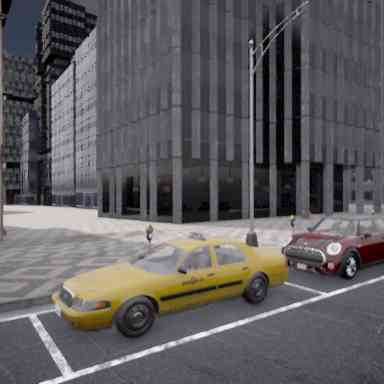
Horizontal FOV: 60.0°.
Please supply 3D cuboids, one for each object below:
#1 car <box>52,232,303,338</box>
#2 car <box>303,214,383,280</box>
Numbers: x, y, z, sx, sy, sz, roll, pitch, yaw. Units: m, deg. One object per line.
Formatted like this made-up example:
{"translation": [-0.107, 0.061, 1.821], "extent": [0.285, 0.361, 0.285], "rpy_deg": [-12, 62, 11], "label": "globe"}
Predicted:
{"translation": [-0.120, 1.516, 6.563], "extent": [4.829, 1.417, 1.752], "rpy_deg": [0, 0, -35], "label": "car"}
{"translation": [4.486, 1.417, 9.848], "extent": [4.097, 1.590, 1.967], "rpy_deg": [0, 0, -35], "label": "car"}
